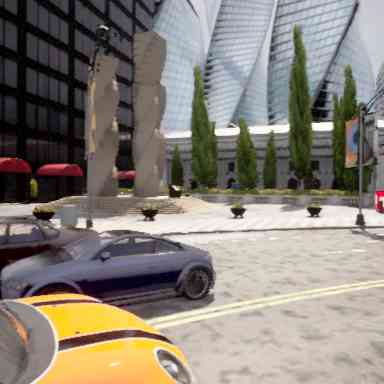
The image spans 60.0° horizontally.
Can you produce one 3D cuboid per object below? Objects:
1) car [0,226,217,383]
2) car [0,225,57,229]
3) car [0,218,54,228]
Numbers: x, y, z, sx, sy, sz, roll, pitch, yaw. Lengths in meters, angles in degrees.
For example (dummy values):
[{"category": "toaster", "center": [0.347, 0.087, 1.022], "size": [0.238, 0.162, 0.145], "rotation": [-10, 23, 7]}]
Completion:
[{"category": "car", "center": [-2.101, 1.311, 2.025], "size": [4.553, 1.767, 2.097], "rotation": [0, 1, -36]}, {"category": "car", "center": [-1.569, 1.485, 6.730], "size": [4.181, 1.385, 1.994], "rotation": [0, 1, -30]}, {"category": "car", "center": [-5.097, 1.419, 8.827], "size": [5.357, 1.411, 2.033], "rotation": [0, 1, -33]}]
